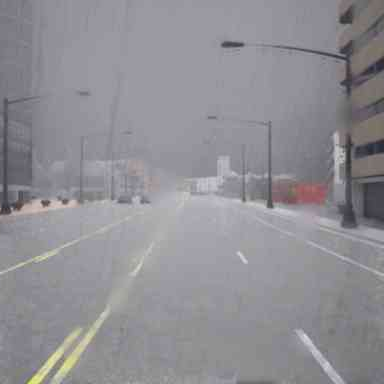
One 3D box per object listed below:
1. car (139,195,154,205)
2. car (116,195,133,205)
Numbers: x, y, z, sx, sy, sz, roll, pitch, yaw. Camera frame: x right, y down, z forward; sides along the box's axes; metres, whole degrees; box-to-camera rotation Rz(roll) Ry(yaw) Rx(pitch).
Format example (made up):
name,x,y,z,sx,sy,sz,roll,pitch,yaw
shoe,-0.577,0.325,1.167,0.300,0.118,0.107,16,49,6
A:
name,x,y,z,sx,sy,sz,roll,pitch,yaw
car,-7.065,1.246,52.402,1.837,1.490,4.892,0,0,0
car,-10.564,1.246,52.395,1.837,1.490,4.892,0,0,0
